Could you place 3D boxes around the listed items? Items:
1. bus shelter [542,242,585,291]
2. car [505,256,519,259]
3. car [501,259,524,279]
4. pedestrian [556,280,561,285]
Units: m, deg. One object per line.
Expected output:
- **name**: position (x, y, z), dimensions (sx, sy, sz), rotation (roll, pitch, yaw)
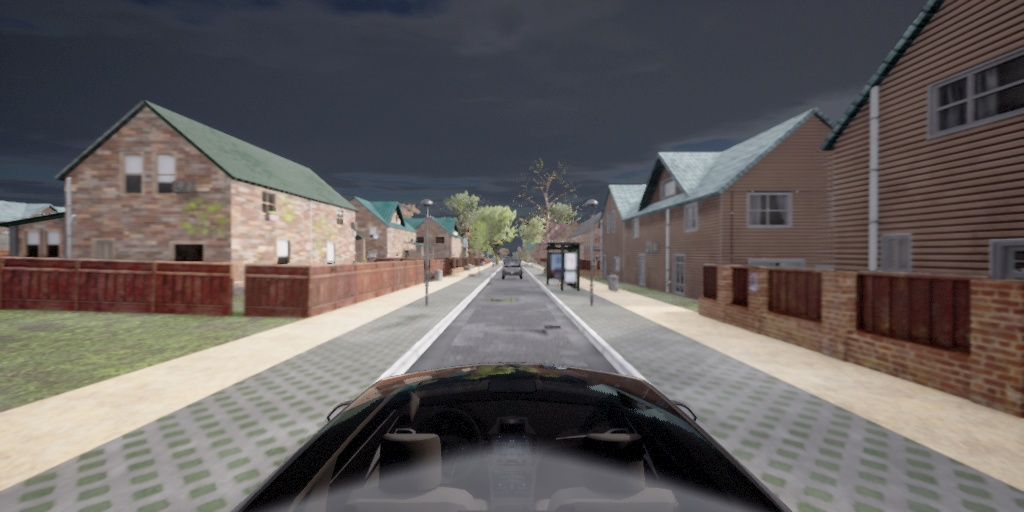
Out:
- **bus shelter**: position (3.012, 0.626, 21.003), dimensions (1.920, 2.740, 3.880), rotation (0, 0, 0)
- **car**: position (0.052, 1.002, 45.677), dimensions (2.150, 2.045, 5.566), rotation (0, 0, 1)
- **car**: position (0.039, 1.254, 33.012), dimensions (2.128, 1.511, 4.902), rotation (0, 0, 0)
- **pedestrian**: position (3.005, 0.893, 22.755), dimensions (0.375, 1.860, 0.375), rotation (-1, 0, 0)
